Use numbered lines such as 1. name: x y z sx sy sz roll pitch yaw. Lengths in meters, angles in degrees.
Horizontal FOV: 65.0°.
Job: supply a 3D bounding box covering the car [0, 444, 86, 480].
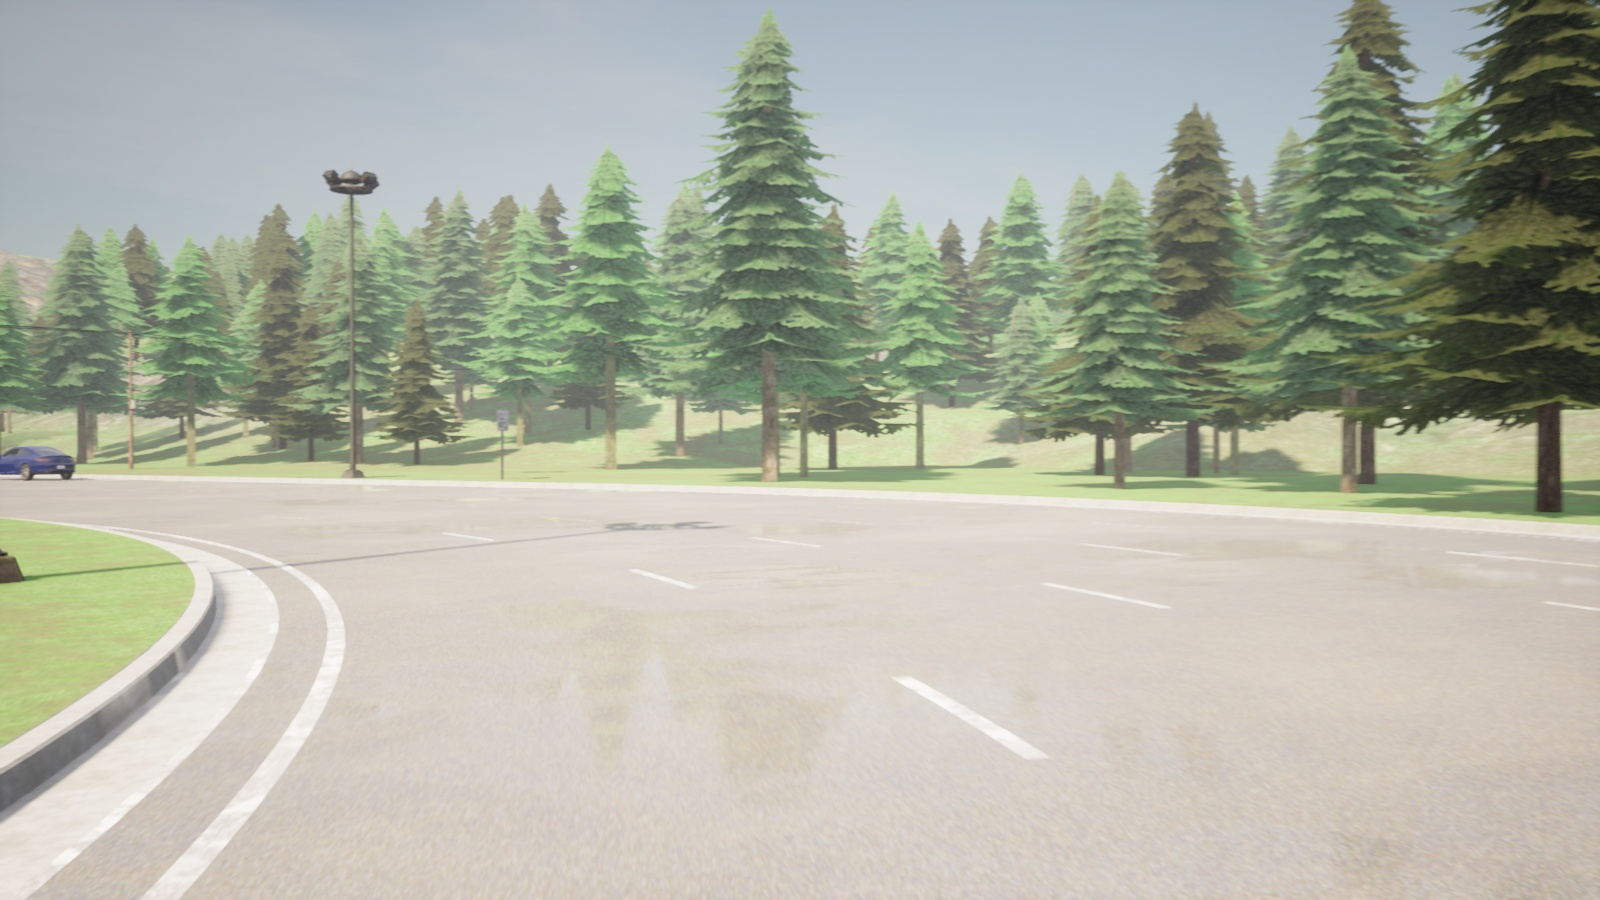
1. car: -32.382 0.473 53.001 4.674 1.442 1.812 0 0 30
